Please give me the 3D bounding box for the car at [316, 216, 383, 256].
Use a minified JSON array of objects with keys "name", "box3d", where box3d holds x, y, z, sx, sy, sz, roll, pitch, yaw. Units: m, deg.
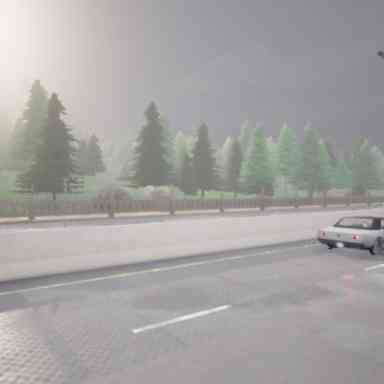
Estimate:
[{"name":"car","box3d":[7.121,1.601,13.200,4.718,1.301,1.895,0,0,-35]}]
